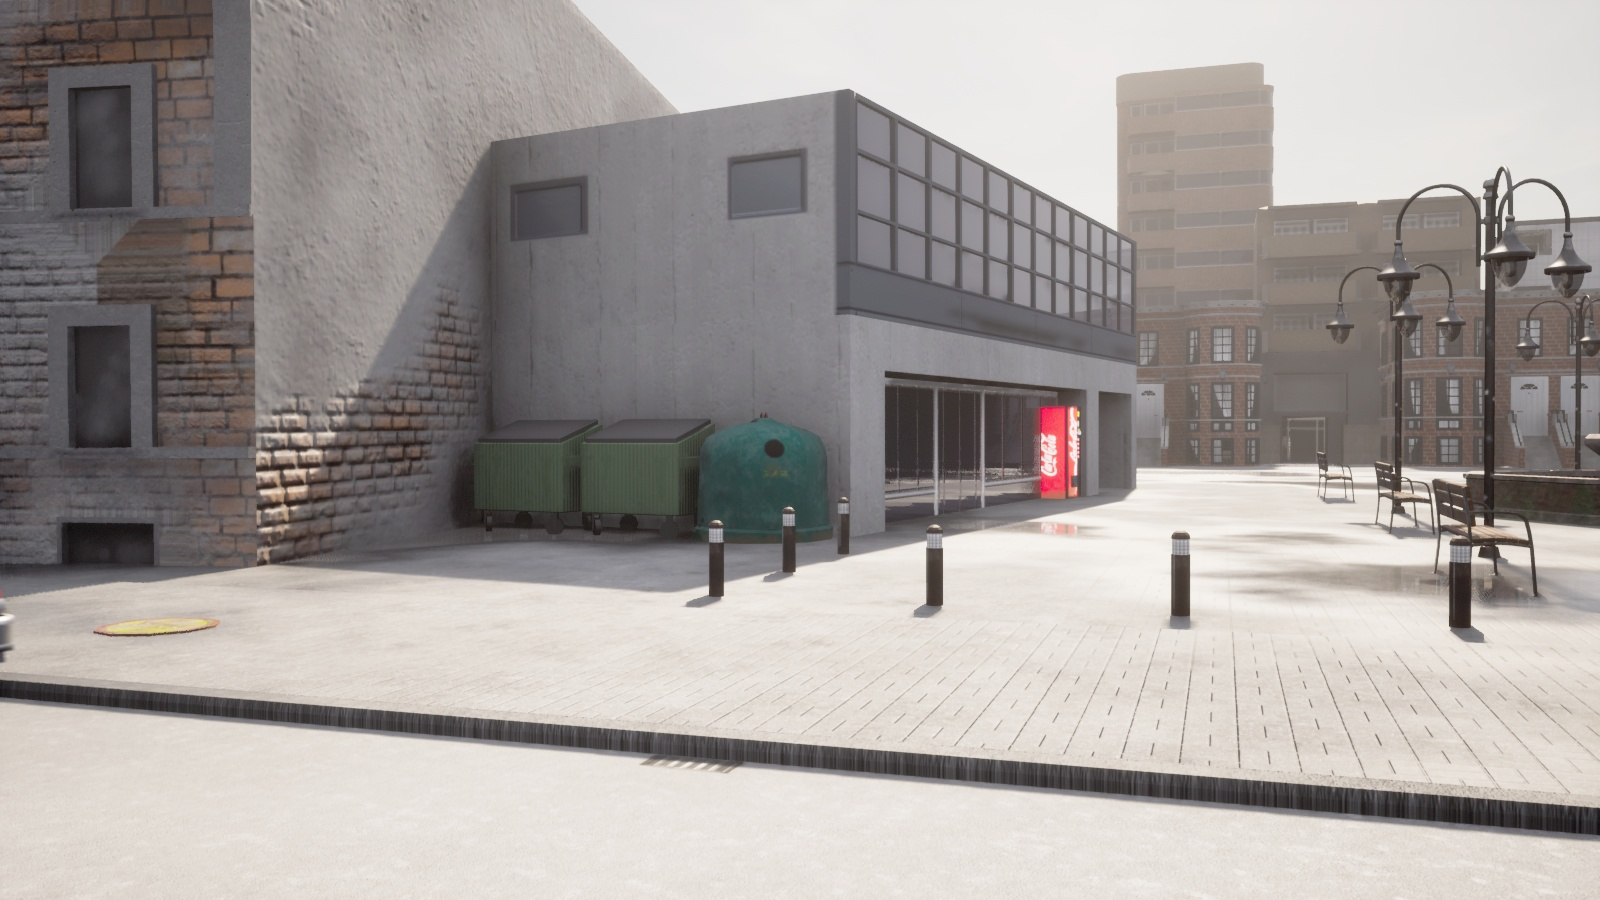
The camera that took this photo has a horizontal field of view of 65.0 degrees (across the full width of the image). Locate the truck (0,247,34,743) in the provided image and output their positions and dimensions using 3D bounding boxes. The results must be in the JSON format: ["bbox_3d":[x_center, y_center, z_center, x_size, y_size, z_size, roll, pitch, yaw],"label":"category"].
[{"bbox_3d":[-6.805,0.218,5.993,5.204,2.467,2.627,1,1,19],"label":"truck"}]
